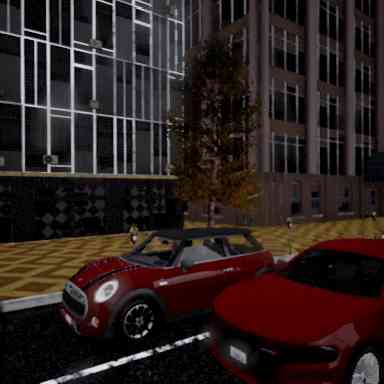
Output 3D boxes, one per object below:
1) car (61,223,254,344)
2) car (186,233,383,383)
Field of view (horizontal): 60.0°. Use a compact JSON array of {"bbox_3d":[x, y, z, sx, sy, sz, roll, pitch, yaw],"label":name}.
[{"bbox_3d":[-0.294,1.451,6.337,4.097,1.590,1.967,0,-1,-35],"label":"car"},{"bbox_3d":[2.540,1.494,5.032,5.008,1.535,1.882,0,0,-35],"label":"car"}]
